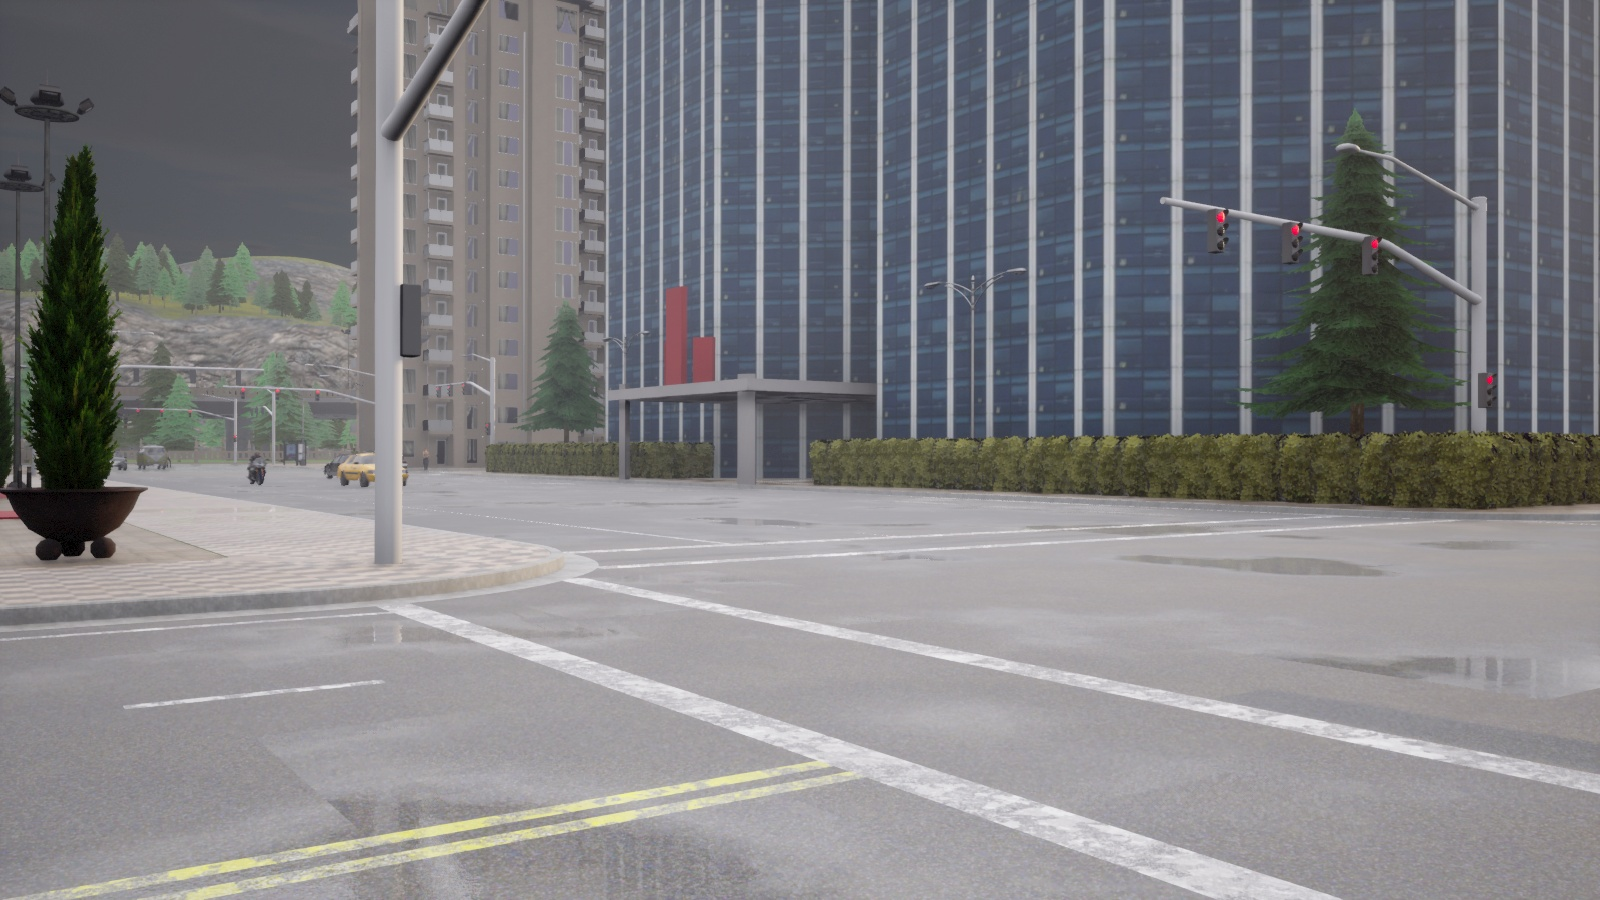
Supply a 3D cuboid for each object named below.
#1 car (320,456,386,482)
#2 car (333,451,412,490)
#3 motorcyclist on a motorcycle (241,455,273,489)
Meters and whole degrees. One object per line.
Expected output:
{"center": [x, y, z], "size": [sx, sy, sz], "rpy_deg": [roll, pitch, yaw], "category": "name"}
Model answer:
{"center": [-24.587, 1.013, 68.936], "size": [2.033, 1.411, 5.357], "rpy_deg": [0, 0, -35], "category": "car"}
{"center": [-18.510, 0.856, 54.253], "size": [1.801, 1.575, 5.366], "rpy_deg": [0, 0, -35], "category": "car"}
{"center": [-24.534, 0.971, 56.720], "size": [0.866, 1.530, 2.191], "rpy_deg": [0, 0, -35], "category": "motorcyclist on a motorcycle"}
